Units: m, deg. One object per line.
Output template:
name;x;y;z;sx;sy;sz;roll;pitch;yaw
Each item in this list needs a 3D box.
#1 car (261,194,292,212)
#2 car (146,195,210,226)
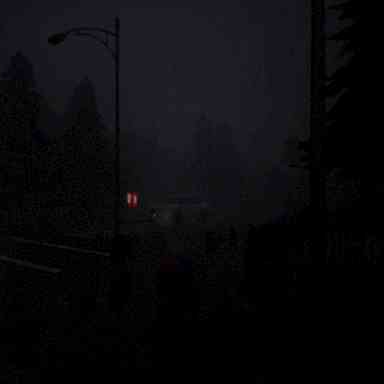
car;10.164;1.218;39.623;2.150;2.045;5.566;0;0;35
car;-0.853;1.229;24.048;2.150;2.045;5.566;0;0;35
